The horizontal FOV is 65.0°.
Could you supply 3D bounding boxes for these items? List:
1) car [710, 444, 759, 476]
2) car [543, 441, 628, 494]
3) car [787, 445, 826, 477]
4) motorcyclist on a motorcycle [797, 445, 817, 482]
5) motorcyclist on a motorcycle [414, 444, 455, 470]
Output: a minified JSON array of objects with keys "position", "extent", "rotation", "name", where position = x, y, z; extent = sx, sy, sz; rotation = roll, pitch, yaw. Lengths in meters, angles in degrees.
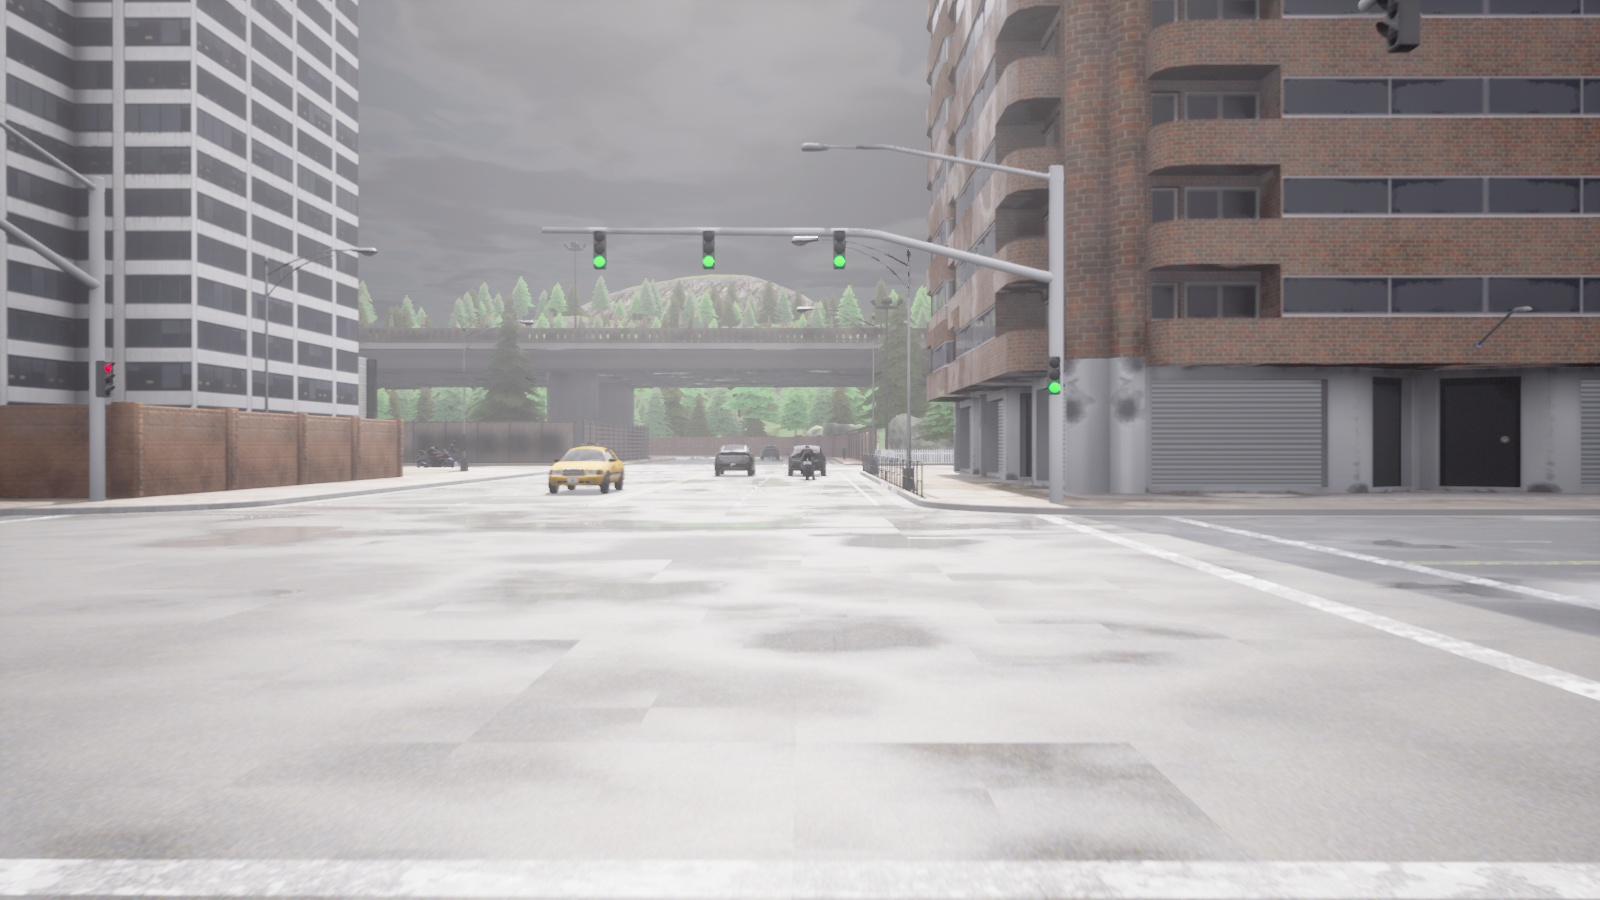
[{"position":[-3.177,0.453,61.582],"extent":[2.128,1.511,4.902],"rotation":[0,0,0],"name":"car"},{"position":[-6.784,0.519,40.284],"extent":[1.801,1.575,5.366],"rotation":[0,0,0],"name":"car"},{"position":[0.326,0.506,62.076],"extent":[1.837,1.490,4.892],"rotation":[0,1,0],"name":"car"},{"position":[0.297,0.567,54.113],"extent":[0.866,1.530,2.191],"rotation":[0,0,0],"name":"motorcyclist on a motorcycle"},{"position":[-21.599,0.410,74.231],"extent":[2.191,1.530,0.866],"rotation":[0,0,0],"name":"motorcyclist on a motorcycle"}]
